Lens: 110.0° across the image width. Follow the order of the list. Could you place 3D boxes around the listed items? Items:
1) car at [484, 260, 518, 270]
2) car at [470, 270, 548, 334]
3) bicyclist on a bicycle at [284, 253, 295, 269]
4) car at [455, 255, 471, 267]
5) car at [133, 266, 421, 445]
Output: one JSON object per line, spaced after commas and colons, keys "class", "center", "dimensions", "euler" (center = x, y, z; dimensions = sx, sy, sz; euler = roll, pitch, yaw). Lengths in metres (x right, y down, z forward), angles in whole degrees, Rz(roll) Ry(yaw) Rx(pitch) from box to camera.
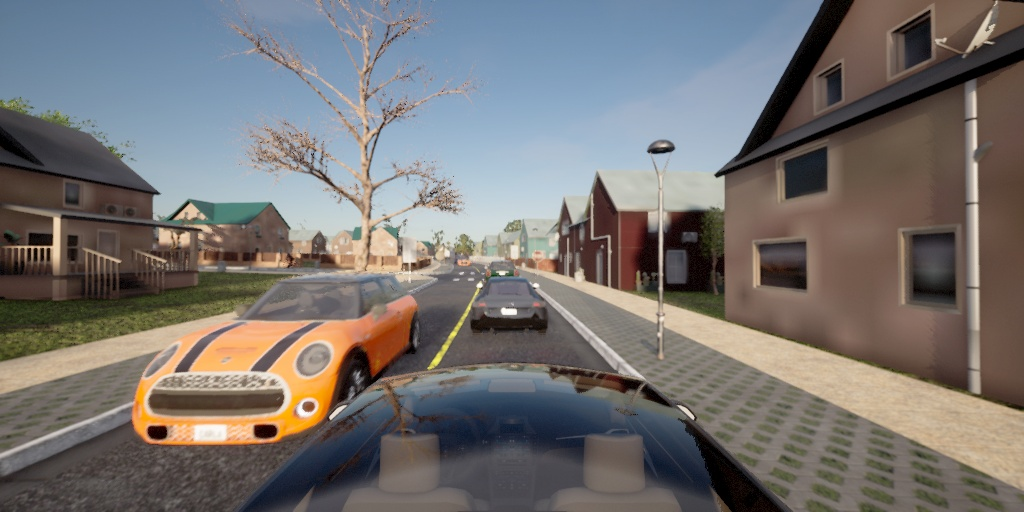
{"class": "car", "center": [-0.668, 1.036, 22.422], "dimensions": [2.097, 1.767, 4.553], "euler": [0, 0, -3]}
{"class": "car", "center": [-0.108, 1.286, 10.480], "dimensions": [1.994, 1.385, 4.181], "euler": [0, 0, -1]}
{"class": "bicyclist on a bicycle", "center": [-23.164, 0.504, 37.328], "dimensions": [0.582, 1.620, 1.656], "euler": [1, 0, 6]}
{"class": "car", "center": [-8.246, 0.899, 61.667], "dimensions": [2.097, 1.767, 4.553], "euler": [0, 0, -10]}
{"class": "car", "center": [-2.926, 1.089, 5.670], "dimensions": [2.097, 1.767, 4.553], "euler": [0, 0, -1]}
